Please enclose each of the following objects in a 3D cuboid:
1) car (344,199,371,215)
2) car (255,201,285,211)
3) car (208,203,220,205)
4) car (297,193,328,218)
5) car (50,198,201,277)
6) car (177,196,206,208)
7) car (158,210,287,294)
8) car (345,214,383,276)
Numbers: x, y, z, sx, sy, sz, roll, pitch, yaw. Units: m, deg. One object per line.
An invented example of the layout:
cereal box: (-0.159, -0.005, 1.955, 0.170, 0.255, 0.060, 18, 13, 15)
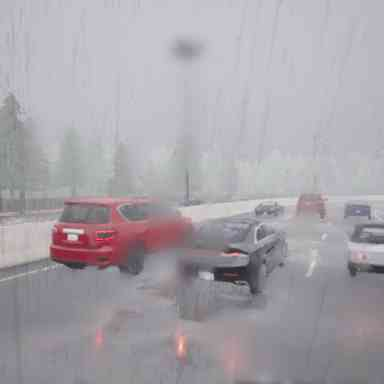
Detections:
car: (13.927, 1.375, 28.029, 1.882, 1.535, 5.008, 0, 0, 25)
car: (7.117, 1.499, 29.993, 1.895, 1.301, 4.718, 0, 0, 25)
car: (3.077, 1.212, 45.469, 1.994, 1.385, 4.181, 0, 0, 30)
car: (10.514, 1.119, 29.000, 2.150, 2.045, 5.566, 0, 0, 25)
car: (-1.779, 1.190, 10.519, 2.150, 2.045, 5.566, 0, 0, 24)
car: (0.052, 1.367, 47.230, 1.882, 1.535, 5.008, 0, 0, 30)
car: (1.310, 1.462, 8.857, 2.128, 1.511, 4.902, 0, 0, 24)
car: (5.560, 1.564, 9.743, 1.895, 1.301, 4.718, 0, 0, 24)
